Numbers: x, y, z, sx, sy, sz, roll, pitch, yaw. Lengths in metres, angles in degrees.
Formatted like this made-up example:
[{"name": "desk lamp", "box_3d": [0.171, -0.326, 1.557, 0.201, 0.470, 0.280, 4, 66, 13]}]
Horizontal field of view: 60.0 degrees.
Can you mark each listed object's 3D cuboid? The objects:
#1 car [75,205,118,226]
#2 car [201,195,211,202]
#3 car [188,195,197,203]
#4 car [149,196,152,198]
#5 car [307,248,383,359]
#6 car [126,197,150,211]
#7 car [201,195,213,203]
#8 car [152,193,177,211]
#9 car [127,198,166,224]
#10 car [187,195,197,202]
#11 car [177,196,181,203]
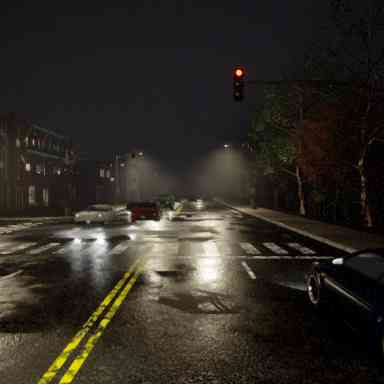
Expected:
[{"name": "car", "box_3d": [-6.603, 1.595, 23.405, 1.895, 1.301, 4.718, 0, 0, 0]}, {"name": "car", "box_3d": [3.231, 1.509, 78.533, 2.033, 1.411, 5.357, 0, 0, 0]}, {"name": "car", "box_3d": [0.086, 1.500, 69.677, 1.812, 1.442, 4.674, 0, 0, 0]}, {"name": "car", "box_3d": [-6.602, 1.472, 55.660, 2.128, 1.511, 4.902, 0, 0, 0]}, {"name": "car", "box_3d": [3.337, 1.563, 5.254, 1.994, 1.385, 4.181, 0, 0, 1]}, {"name": "car", "box_3d": [-6.608, 1.551, 39.963, 1.994, 1.385, 4.181, 0, 0, 0]}, {"name": "car", "box_3d": [3.337, 1.467, 68.349, 2.128, 1.511, 4.902, 0, 0, 0]}, {"name": "car", "box_3d": [-3.359, 1.208, 41.644, 2.150, 2.045, 5.566, 0, 0, 0]}, {"name": "car", "box_3d": [-3.357, 1.471, 25.287, 1.882, 1.535, 5.008, 0, 0, 0]}, {"name": "car", "box_3d": [-0.017, 1.494, 79.758, 2.128, 1.511, 4.902, 0, 0, 0]}, {"name": "car", "box_3d": [-3.290, 1.523, 67.281, 2.033, 1.411, 5.357, 0, 0, 1]}]
